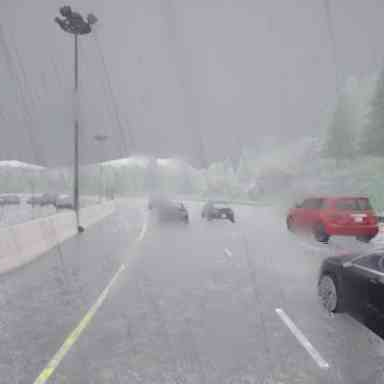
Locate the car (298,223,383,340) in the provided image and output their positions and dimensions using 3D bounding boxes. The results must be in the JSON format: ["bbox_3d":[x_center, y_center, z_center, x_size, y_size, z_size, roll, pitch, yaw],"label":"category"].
[{"bbox_3d":[3.440,1.472,4.660,2.128,1.511,4.902,0,0,-2],"label":"car"}]

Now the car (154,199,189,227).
[{"bbox_3d":[-1.299,1.438,22.225,2.128,1.511,4.902,0,0,-6],"label":"car"}]

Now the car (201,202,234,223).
[{"bbox_3d":[1.893,1.459,25.013,1.812,1.442,4.674,0,0,-7],"label":"car"}]

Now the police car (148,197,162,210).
[{"bbox_3d":[-4.356,1.411,41.008,2.038,1.542,4.974,0,0,-12],"label":"police car"}]

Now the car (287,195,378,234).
[{"bbox_3d":[6.380,1.168,15.788,2.150,2.045,5.566,0,0,-4],"label":"car"}]
